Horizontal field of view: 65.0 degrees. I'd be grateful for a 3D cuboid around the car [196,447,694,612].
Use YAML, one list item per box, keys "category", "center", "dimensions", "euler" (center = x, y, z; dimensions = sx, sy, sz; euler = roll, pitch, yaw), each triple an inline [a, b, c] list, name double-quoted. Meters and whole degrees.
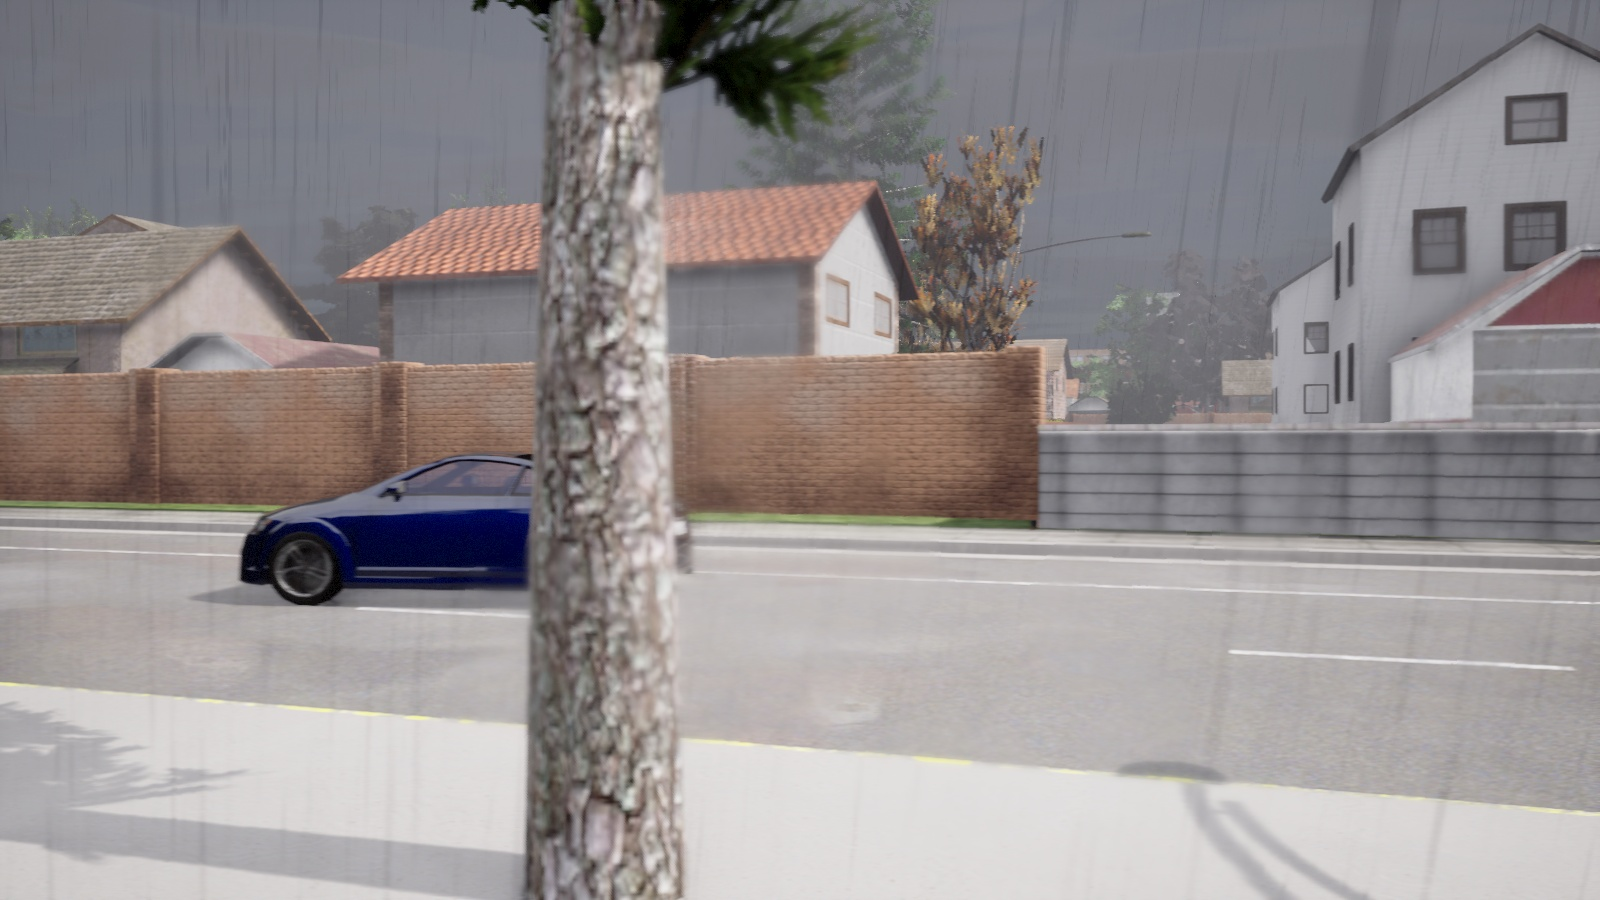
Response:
- category: "car"
  center: [-3.279, 0.684, 12.132]
  dimensions: [4.181, 1.385, 1.994]
  euler: [0, 1, 7]
